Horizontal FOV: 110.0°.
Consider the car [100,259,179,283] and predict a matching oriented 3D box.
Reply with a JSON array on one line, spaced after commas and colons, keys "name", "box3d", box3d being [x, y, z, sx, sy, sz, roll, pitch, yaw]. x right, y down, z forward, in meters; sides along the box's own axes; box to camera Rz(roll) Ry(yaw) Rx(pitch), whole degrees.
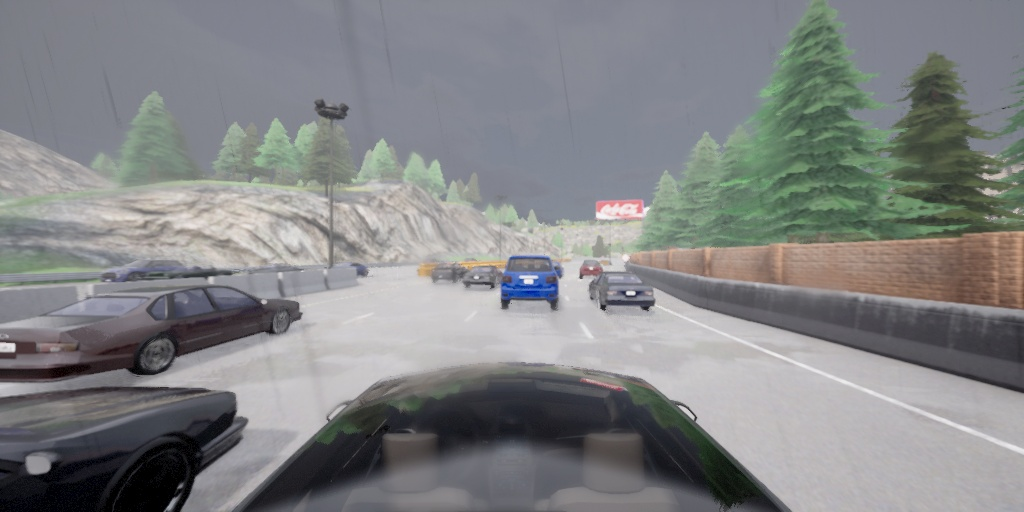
[{"name": "car", "box3d": [-26.229, 1.036, 25.792, 2.097, 1.767, 4.553, 0, 0, 9]}]

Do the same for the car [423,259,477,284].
[{"name": "car", "box3d": [-4.554, 1.239, 27.258, 2.128, 1.511, 4.902, 0, 0, 10]}]

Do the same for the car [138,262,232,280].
[{"name": "car", "box3d": [-22.772, 1.295, 25.425, 1.895, 1.301, 4.718, 0, 0, 8]}]

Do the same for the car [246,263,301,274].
[{"name": "car", "box3d": [-18.738, 1.271, 28.403, 1.994, 1.385, 4.181, 0, 0, 9]}]

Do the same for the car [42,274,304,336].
[{"name": "car", "box3d": [-6.723, 1.280, 7.345, 2.033, 1.411, 5.357, 0, 0, 3]}]

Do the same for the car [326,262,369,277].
[{"name": "car", "box3d": [-14.597, 1.246, 31.825, 1.812, 1.442, 4.674, 0, 0, 11]}]

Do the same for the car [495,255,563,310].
[{"name": "car", "box3d": [0.824, 0.980, 15.044, 2.150, 2.045, 5.566, 0, 0, 5]}]

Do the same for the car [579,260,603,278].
[{"name": "car", "box3d": [7.437, 1.137, 33.552, 2.097, 1.767, 4.553, 0, 0, 13]}]

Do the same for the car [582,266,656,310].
[{"name": "car", "box3d": [4.290, 1.315, 14.715, 2.033, 1.411, 5.357, 0, 0, 6]}]

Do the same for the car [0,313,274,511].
[{"name": "car", "box3d": [-3.377, 1.287, 0.848, 2.033, 1.411, 5.357, 0, 0, 0]}]

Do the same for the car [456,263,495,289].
[{"name": "car", "box3d": [-1.695, 1.302, 23.328, 2.033, 1.411, 5.357, 0, 0, 9]}]
